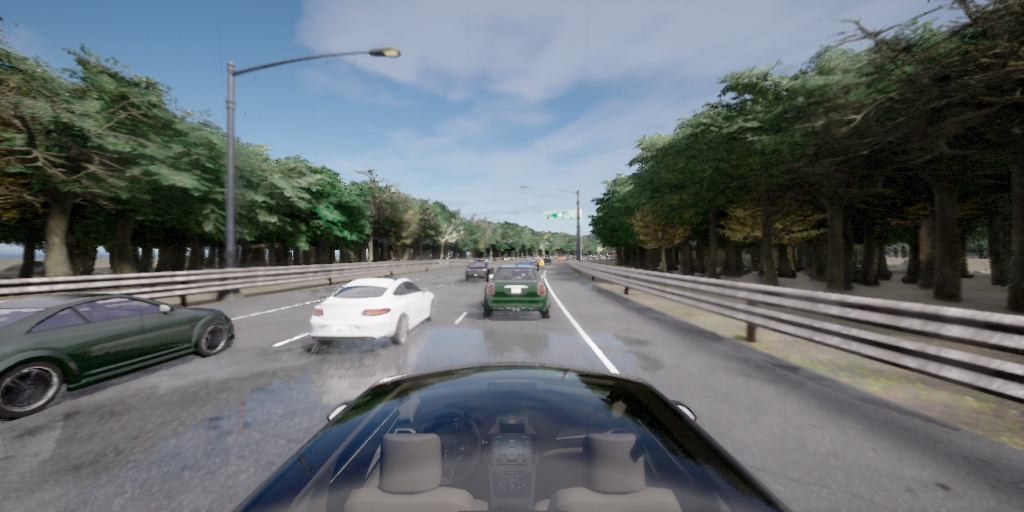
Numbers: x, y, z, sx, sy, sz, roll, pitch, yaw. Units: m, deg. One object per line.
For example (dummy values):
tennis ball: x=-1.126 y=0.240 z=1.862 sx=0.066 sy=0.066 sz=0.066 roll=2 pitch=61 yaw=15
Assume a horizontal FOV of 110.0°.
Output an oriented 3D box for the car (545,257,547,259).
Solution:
car: x=4.274 y=1.098 z=59.404 sx=1.882 sy=1.535 sz=5.008 roll=0 pitch=0 yaw=8

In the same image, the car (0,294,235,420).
car: x=-6.853 y=1.291 z=5.827 sx=1.994 sy=1.385 sz=4.181 roll=0 pitch=0 yaw=1

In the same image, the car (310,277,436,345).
car: x=-3.297 y=1.255 z=9.279 sx=1.812 sy=1.442 sz=4.674 roll=0 pitch=0 yaw=1

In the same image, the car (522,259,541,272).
car: x=2.610 y=1.146 z=46.675 sx=2.128 sy=1.511 sz=4.902 roll=0 pitch=0 yaw=7

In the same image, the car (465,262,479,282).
car: x=-2.456 y=1.186 z=28.488 sx=2.128 sy=1.511 sz=4.902 roll=0 pitch=0 yaw=4

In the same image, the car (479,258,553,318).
car: x=0.193 y=1.084 z=13.127 sx=2.097 sy=1.767 sz=4.553 roll=0 pitch=0 yaw=2
